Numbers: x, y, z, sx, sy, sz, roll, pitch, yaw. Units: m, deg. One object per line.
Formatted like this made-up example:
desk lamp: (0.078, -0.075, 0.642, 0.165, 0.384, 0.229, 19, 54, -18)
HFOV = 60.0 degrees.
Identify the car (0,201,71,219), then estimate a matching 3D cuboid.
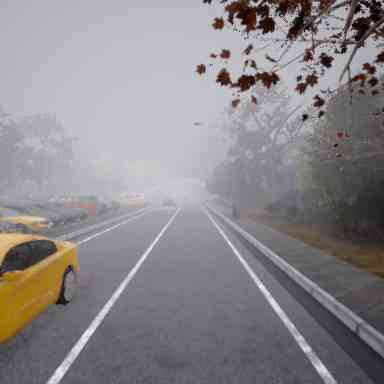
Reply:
car: (-10.240, 1.481, 20.101, 4.792, 1.488, 2.163, 0, 0, 0)

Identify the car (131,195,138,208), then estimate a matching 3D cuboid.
car: (-10.051, 1.463, 42.178, 5.366, 1.575, 1.946, 0, 0, 0)

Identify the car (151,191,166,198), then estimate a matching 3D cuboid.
car: (-10.397, 1.085, 91.547, 4.792, 1.488, 2.163, 0, 0, 0)

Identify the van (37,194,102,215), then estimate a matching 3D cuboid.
van: (-10.374, 1.217, 28.429, 4.442, 1.987, 1.878, 0, 0, 0)

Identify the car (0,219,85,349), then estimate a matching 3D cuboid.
car: (-3.351, 1.451, 5.154, 1.882, 1.535, 5.008, 0, 0, 0)

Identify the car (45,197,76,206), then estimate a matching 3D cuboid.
car: (-23.262, 1.620, 58.982, 4.792, 1.488, 2.163, 0, 0, 0)

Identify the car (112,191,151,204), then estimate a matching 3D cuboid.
car: (-10.244, 1.320, 56.182, 5.566, 2.045, 2.435, 0, 0, 0)

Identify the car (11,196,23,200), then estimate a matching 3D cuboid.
car: (-23.349, 1.480, 39.468, 4.792, 1.488, 2.163, 0, 0, 0)

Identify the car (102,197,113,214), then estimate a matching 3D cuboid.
car: (-10.282, 1.469, 31.206, 4.792, 1.488, 2.163, 0, 0, 0)

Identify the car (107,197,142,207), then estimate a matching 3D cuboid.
car: (-10.230, 1.530, 50.627, 4.892, 1.521, 2.231, 0, 0, 0)

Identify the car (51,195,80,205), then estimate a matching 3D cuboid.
car: (-23.318, 1.486, 61.629, 4.553, 1.767, 2.185, 0, 0, 0)

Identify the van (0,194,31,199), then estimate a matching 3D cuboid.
van: (-23.433, 1.239, 42.241, 4.442, 1.987, 1.878, 0, 0, 0)

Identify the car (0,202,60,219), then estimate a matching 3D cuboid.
car: (-10.088, 1.451, 17.324, 5.366, 1.575, 1.946, 0, 0, 0)

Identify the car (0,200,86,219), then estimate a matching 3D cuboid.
car: (-10.236, 1.478, 22.877, 4.792, 1.488, 2.163, 0, 0, 0)

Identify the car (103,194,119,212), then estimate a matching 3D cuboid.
car: (-10.280, 1.314, 33.979, 4.553, 1.767, 2.185, 0, 0, 0)

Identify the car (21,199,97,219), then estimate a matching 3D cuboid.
car: (-10.232, 1.475, 25.653, 4.792, 1.488, 2.163, 0, 0, 0)

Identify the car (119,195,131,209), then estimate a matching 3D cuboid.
car: (-10.426, 1.449, 39.526, 5.366, 1.575, 1.946, 0, 0, 0)

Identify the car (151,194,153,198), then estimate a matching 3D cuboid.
car: (-10.178, 1.643, 61.732, 4.792, 1.488, 2.163, 0, 0, 0)

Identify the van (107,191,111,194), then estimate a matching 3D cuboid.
van: (-23.380, 0.830, 91.494, 4.442, 1.987, 1.878, 1, 0, 0)

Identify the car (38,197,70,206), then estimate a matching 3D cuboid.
car: (-23.292, 1.610, 56.212, 4.674, 1.452, 2.002, 0, 0, 0)

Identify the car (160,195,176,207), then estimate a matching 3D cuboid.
car: (-3.402, 1.550, 49.662, 1.994, 1.385, 4.181, 0, 0, 0)

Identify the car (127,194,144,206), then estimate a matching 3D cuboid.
car: (-10.042, 1.504, 47.852, 5.366, 1.575, 1.946, 0, 0, 0)

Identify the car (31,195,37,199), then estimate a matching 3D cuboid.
car: (-23.283, 1.515, 45.133, 4.792, 1.488, 2.163, 0, 0, 0)

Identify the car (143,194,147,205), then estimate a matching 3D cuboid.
car: (-10.405, 1.547, 53.404, 5.366, 1.575, 1.946, 0, 0, 0)

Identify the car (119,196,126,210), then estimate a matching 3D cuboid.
car: (-10.238, 1.444, 36.758, 4.892, 1.521, 2.231, 0, 0, 0)

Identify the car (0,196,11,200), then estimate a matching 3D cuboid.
car: (-23.353, 1.471, 36.829, 4.792, 1.488, 2.163, 0, 0, 0)

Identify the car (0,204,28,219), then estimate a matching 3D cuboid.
car: (-10.284, 1.458, 14.548, 4.892, 1.521, 2.231, 0, 0, 0)

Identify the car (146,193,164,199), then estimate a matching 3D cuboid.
car: (-10.449, 1.086, 94.331, 4.792, 1.488, 2.163, 0, 0, 0)

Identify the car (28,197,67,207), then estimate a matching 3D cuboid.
car: (-23.114, 1.546, 53.442, 5.366, 1.575, 1.946, 0, 0, 0)
